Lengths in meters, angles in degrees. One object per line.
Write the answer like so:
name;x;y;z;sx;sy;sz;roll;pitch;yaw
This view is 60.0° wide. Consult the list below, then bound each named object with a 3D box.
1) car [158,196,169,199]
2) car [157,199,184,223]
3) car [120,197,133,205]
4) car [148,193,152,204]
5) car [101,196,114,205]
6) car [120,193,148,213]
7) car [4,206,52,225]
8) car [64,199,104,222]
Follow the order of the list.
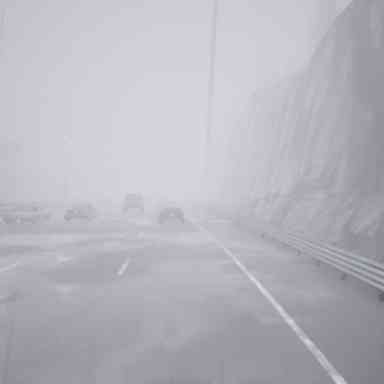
car;-5.441;1.423;64.362;1.882;1.535;5.008;-1;0;-5
car;-1.658;1.499;25.606;1.812;1.442;4.674;-1;0;-6
car;-12.321;1.614;62.788;1.895;1.301;4.718;-1;0;-5
car;-9.036;1.196;65.299;2.150;2.045;5.566;-1;0;-5
car;-15.715;1.526;61.436;1.882;1.535;5.008;-1;0;-5
car;-6.466;1.218;37.532;2.150;2.045;5.566;-1;0;-6
car;-12.164;1.676;25.029;1.895;1.301;4.718;-1;0;-6
car;-8.859;1.587;27.011;2.033;1.411;5.357;-1;0;-6
